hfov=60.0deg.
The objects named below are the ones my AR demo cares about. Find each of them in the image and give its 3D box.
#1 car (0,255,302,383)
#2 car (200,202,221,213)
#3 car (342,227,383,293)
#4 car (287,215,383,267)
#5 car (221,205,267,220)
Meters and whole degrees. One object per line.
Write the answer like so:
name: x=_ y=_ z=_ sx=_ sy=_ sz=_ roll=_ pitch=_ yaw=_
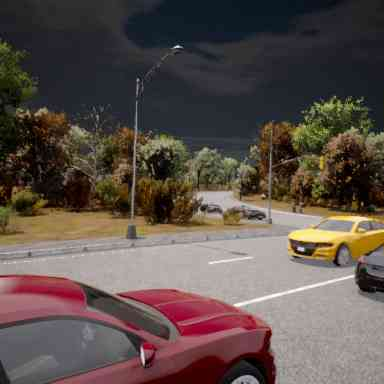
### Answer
car: x=-1.413 y=1.479 z=2.737 sx=5.008 sy=1.535 sz=1.882 roll=0 pitch=0 yaw=-36
car: x=2.508 y=2.079 z=44.727 sx=1.994 sy=1.385 sz=4.181 roll=3 pitch=0 yaw=-19
car: x=5.734 y=1.664 z=7.893 sx=4.181 sy=1.385 sz=1.994 roll=1 pitch=-1 yaw=-35
car: x=5.606 y=1.630 z=12.092 sx=5.008 sy=1.535 sz=1.882 roll=2 pitch=-1 yaw=-33
car: x=5.749 y=2.175 z=36.024 sx=2.033 sy=1.411 sz=5.357 roll=3 pitch=-1 yaw=-26
